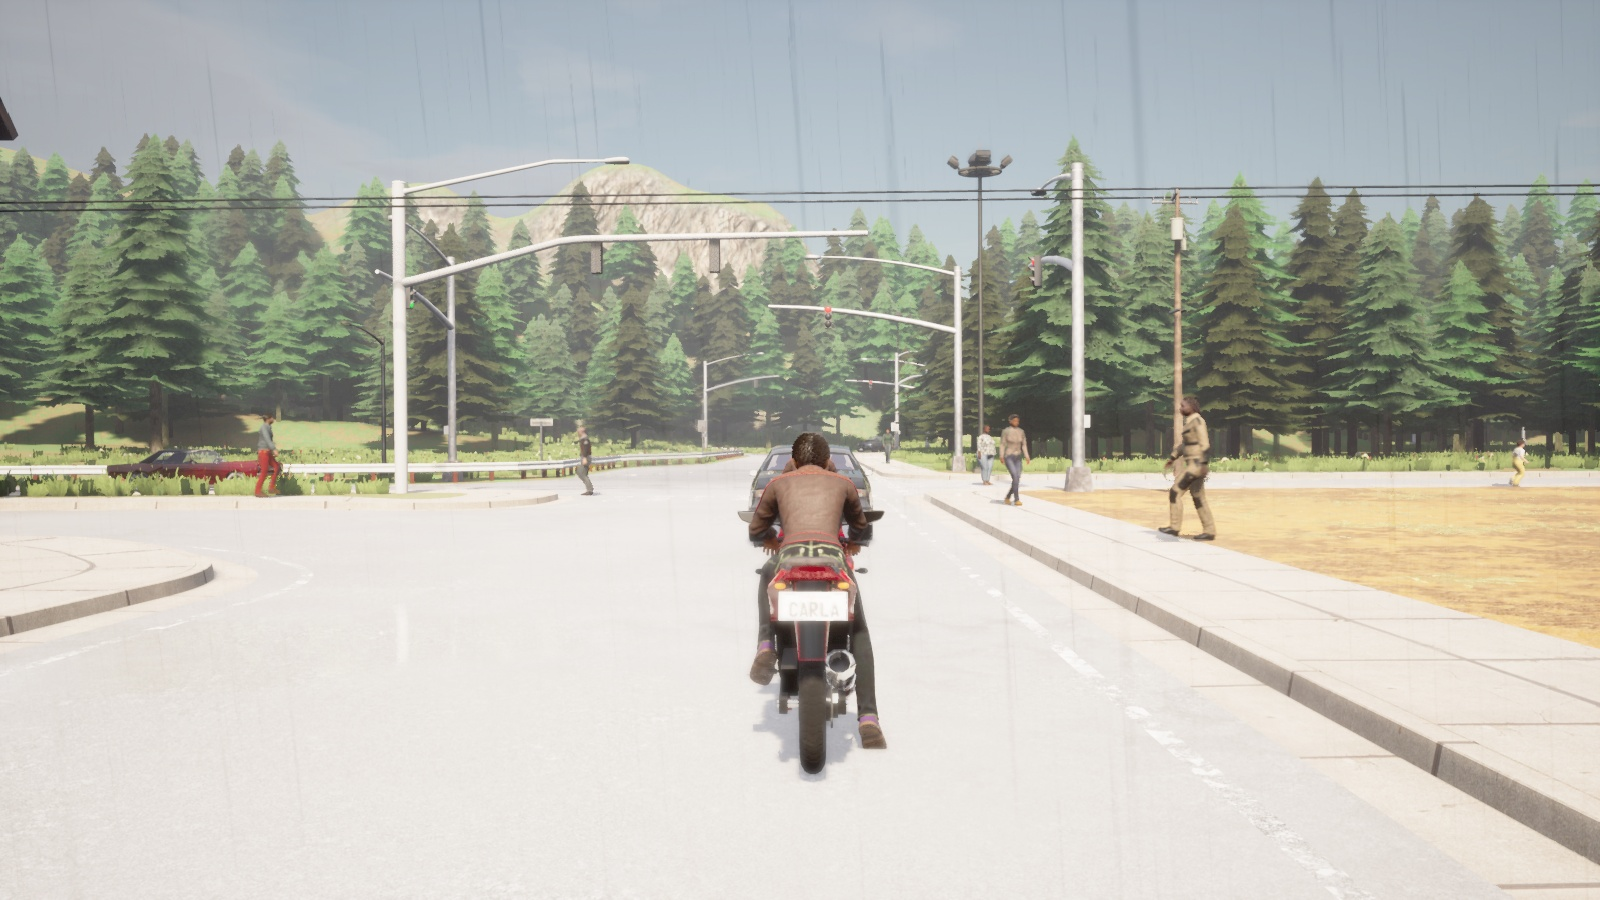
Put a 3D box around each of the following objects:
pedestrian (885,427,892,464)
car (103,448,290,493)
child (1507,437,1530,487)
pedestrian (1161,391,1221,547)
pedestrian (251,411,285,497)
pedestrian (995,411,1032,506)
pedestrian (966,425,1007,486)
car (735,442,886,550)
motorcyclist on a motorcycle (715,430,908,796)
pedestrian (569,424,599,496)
[{"bbox_3d":[4.411,-0.229,62.826,0.353,1.847,0.614,0,1,4],"label":"pedestrian"},{"bbox_3d":[-18.042,0.596,37.681,4.718,1.301,1.895,0,1,1],"label":"car"},{"bbox_3d":[18.179,0.300,31.777,0.437,1.263,0.270,0,1,-2],"label":"child"},{"bbox_3d":[4.916,0.232,15.814,0.692,1.930,0.396,0,1,14],"label":"pedestrian"},{"bbox_3d":[-11.408,0.082,26.937,0.614,1.847,0.353,0,1,-15],"label":"pedestrian"},{"bbox_3d":[4.113,0.153,24.239,0.328,1.805,0.869,0,1,-18],"label":"pedestrian"},{"bbox_3d":[5.746,0.162,38.668,0.874,1.855,0.900,-1,1,-36],"label":"pedestrian"},{"bbox_3d":[0.165,0.601,19.547,2.033,1.411,5.357,0,1,1],"label":"car"},{"bbox_3d":[0.057,0.671,6.254,0.797,1.523,2.044,0,1,0],"label":"motorcyclist on a motorcycle"},{"bbox_3d":[-5.650,0.254,32.863,0.720,1.854,0.376,0,1,-2],"label":"pedestrian"}]
